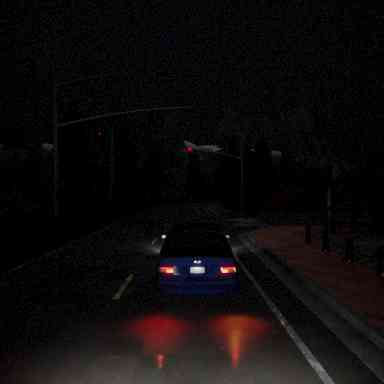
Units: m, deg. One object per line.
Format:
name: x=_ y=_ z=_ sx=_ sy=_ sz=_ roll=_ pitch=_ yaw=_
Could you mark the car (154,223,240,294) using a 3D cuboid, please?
car: x=0.101 y=1.547 z=8.899 sx=2.033 sy=1.411 sz=5.357 roll=0 pitch=0 yaw=0
